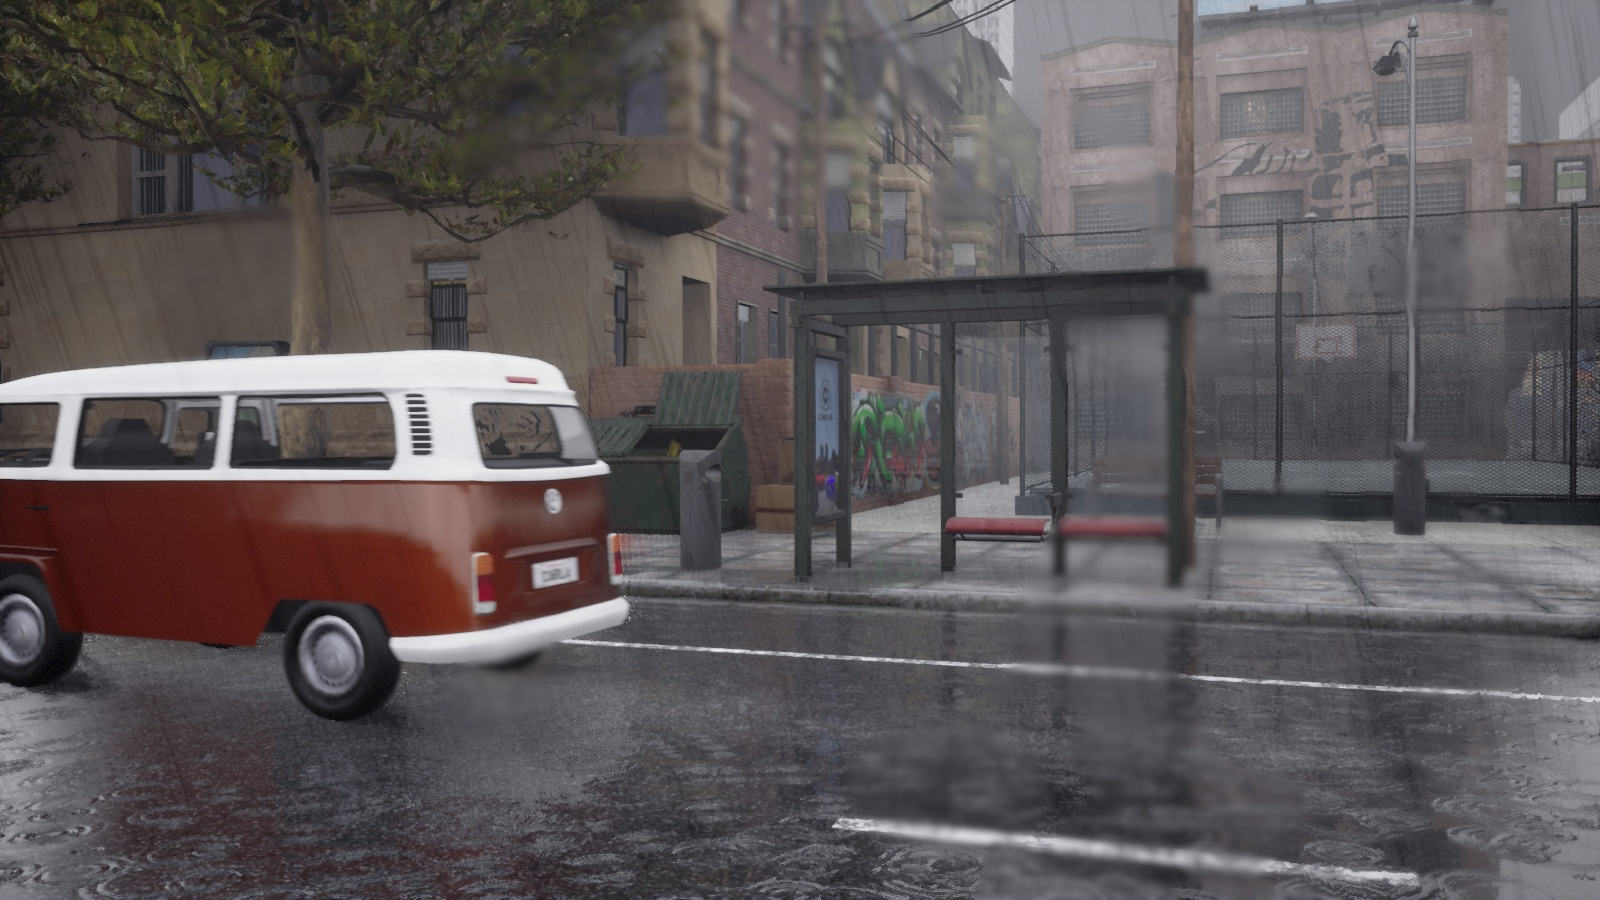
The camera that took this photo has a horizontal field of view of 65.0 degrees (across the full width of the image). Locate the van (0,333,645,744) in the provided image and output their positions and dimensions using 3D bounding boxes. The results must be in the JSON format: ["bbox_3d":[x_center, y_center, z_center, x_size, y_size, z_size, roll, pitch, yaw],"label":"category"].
[{"bbox_3d":[-3.469,0.408,8.024,4.480,2.038,2.069,1,1,22],"label":"van"}]
